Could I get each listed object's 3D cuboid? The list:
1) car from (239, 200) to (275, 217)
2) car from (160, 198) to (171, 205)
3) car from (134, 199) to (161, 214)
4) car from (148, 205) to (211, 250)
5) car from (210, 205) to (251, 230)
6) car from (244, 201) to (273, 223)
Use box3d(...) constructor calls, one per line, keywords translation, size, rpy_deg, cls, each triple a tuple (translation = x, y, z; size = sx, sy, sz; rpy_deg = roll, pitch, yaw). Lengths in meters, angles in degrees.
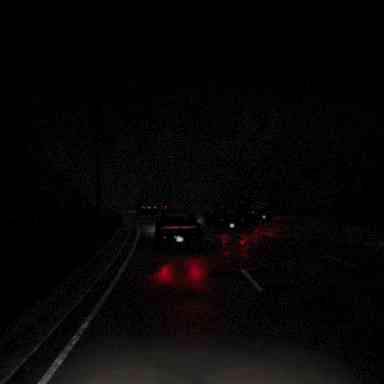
box3d(translation=(6.526, 1.612, 33.900), size=(1.812, 1.442, 4.674), rpy_deg=(0, 0, -14), cls="car")
box3d(translation=(-4.258, 1.640, 44.797), size=(1.837, 1.490, 4.892), rpy_deg=(1, 0, -21), cls="car")
box3d(translation=(-5.289, 1.664, 37.537), size=(2.033, 1.411, 5.357), rpy_deg=(0, 0, -18), cls="car")
box3d(translation=(-0.706, 1.535, 14.654), size=(2.128, 1.511, 4.902), rpy_deg=(0, 0, -6), cls="car")
box3d(translation=(1.966, 1.660, 21.571), size=(1.895, 1.301, 4.718), rpy_deg=(0, 0, -9), cls="car")
box3d(translation=(4.688, 1.593, 26.014), size=(1.812, 1.442, 4.674), rpy_deg=(0, 0, -11), cls="car")
